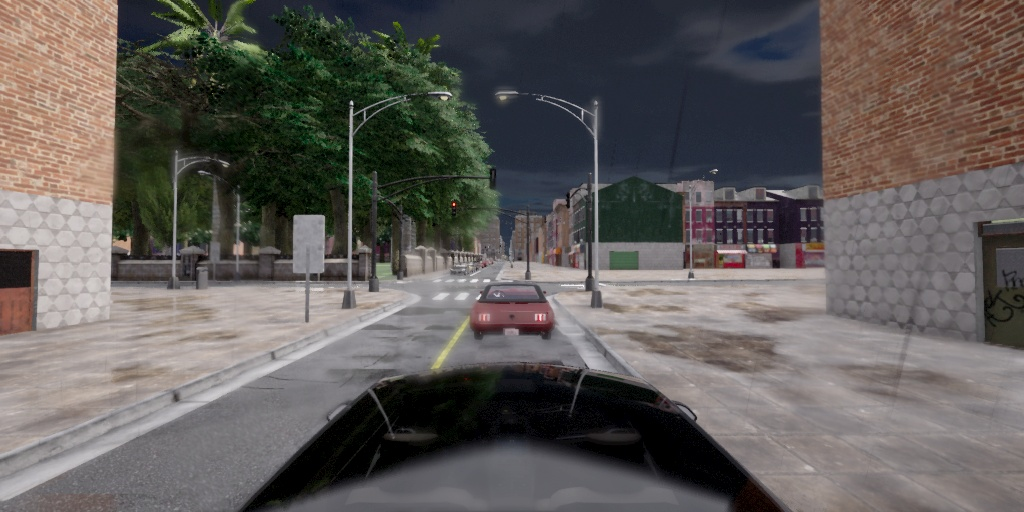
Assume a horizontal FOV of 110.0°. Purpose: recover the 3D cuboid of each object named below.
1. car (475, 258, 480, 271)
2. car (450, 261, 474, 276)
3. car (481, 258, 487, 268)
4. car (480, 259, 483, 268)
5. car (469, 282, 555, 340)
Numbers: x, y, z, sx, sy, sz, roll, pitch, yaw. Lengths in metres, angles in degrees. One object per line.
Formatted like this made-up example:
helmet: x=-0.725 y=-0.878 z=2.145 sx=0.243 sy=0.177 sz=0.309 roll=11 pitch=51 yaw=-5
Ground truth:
car: x=-5.581 y=1.347 z=45.546 sx=2.007 sy=1.370 sz=4.403 roll=0 pitch=0 yaw=0
car: x=-5.547 y=1.334 z=38.411 sx=2.007 sy=1.370 sz=4.403 roll=0 pitch=0 yaw=0
car: x=-5.721 y=1.420 z=61.895 sx=1.802 sy=1.307 sz=4.207 roll=0 pitch=0 yaw=0
car: x=-5.627 y=1.373 z=50.996 sx=1.948 sy=1.339 sz=4.313 roll=0 pitch=0 yaw=0
car: x=0.025 y=1.355 z=9.940 sx=1.895 sy=1.301 sz=4.718 roll=0 pitch=0 yaw=0
